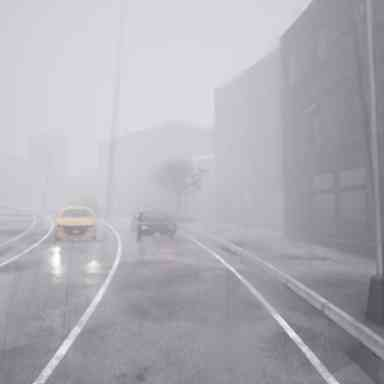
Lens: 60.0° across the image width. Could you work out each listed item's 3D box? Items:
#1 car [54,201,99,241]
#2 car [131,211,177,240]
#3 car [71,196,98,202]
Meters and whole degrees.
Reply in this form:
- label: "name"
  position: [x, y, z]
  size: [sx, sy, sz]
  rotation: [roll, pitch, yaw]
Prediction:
- label: "car"
  position: [-5.919, 1.479, 17.222]
  size: [1.882, 1.535, 5.008]
  rotation: [1, 0, -17]
- label: "car"
  position: [-2.165, 1.665, 17.608]
  size: [1.895, 1.301, 4.718]
  rotation: [1, 0, -15]
- label: "car"
  position: [-11.893, 1.171, 36.392]
  size: [2.097, 1.767, 4.553]
  rotation: [3, -1, -38]
